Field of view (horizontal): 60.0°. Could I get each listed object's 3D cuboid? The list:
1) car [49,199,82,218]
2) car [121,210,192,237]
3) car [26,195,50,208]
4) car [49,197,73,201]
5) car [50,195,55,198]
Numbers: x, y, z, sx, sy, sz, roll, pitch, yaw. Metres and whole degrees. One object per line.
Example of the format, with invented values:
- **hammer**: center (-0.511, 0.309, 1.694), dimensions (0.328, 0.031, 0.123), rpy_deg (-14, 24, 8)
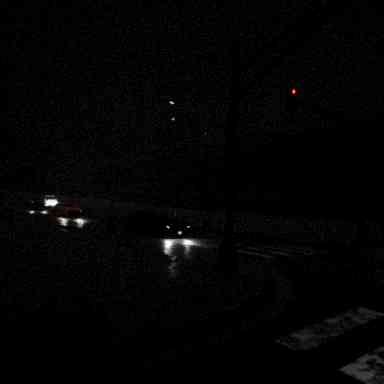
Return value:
- **car**: center (-12.867, 1.793, 34.184), dimensions (1.882, 1.535, 5.008), rpy_deg (4, -2, -36)
- **car**: center (-2.261, 1.750, 19.419), dimensions (2.033, 1.411, 5.357), rpy_deg (4, -3, -38)
- **car**: center (-22.249, 1.314, 47.394), dimensions (2.097, 1.767, 4.553), rpy_deg (4, -2, -36)
- **car**: center (-17.544, 1.927, 45.607), dimensions (2.128, 1.511, 4.902), rpy_deg (4, -2, -35)
- **car**: center (-23.435, 1.535, 53.725), dimensions (2.150, 2.045, 5.566), rpy_deg (4, -1, -36)
